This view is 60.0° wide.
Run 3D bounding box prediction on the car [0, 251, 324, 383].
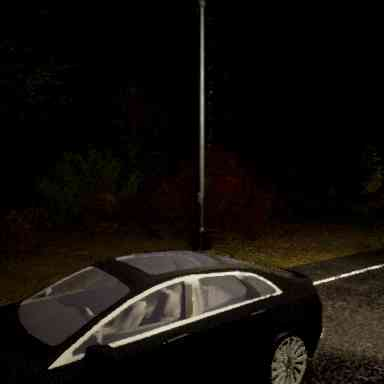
[{"bbox_3d":[-0.593,1.491,3.569,4.902,1.511,2.128,0,0,-35],"label":"car"}]
